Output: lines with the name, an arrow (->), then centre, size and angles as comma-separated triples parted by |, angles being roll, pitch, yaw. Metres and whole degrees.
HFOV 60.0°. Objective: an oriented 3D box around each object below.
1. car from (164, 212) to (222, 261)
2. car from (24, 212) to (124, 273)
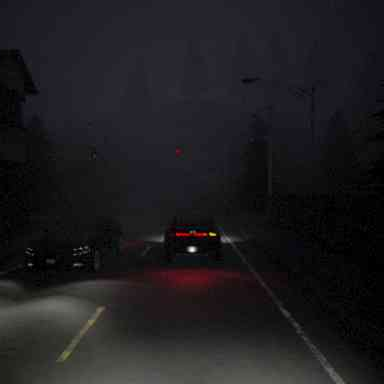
car -> 0.050, 1.509, 12.242 | 1.837, 1.490, 4.892 | 0, -2, 1
car -> -3.579, 1.485, 10.941 | 1.882, 1.535, 5.008 | 0, 0, 0
